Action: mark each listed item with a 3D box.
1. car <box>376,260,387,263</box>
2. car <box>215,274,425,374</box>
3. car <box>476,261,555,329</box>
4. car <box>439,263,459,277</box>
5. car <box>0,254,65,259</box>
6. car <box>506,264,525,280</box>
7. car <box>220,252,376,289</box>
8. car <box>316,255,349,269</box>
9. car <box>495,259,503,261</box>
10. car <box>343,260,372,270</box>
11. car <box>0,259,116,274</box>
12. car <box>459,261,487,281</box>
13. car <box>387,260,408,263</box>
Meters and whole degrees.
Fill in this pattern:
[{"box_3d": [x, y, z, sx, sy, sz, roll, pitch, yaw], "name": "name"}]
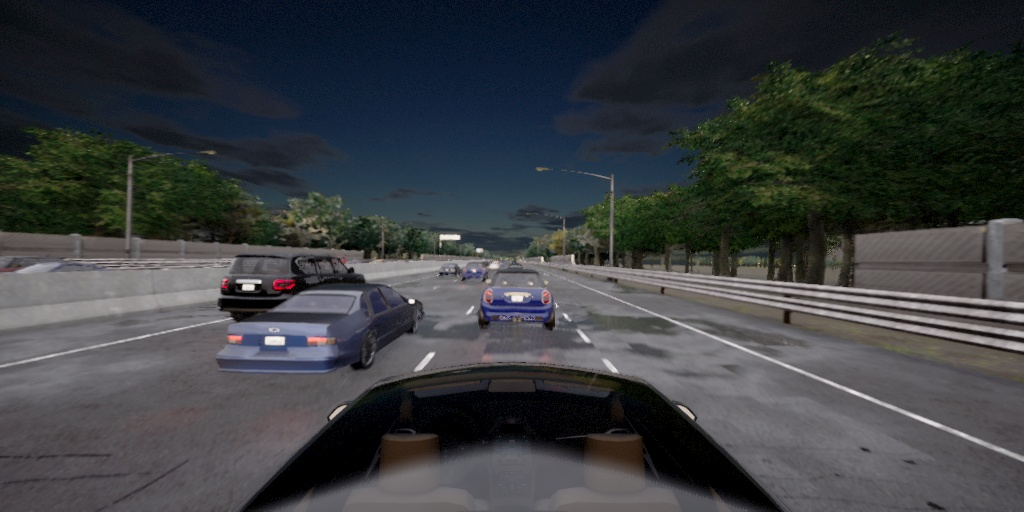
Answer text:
[{"box_3d": [-20.562, 1.337, 55.307, 1.882, 1.535, 5.008, 1, -1, 1], "name": "car"}, {"box_3d": [-3.378, 1.283, 7.649, 2.033, 1.411, 5.357, 1, 0, 1], "name": "car"}, {"box_3d": [0.162, 1.188, 11.811, 2.097, 1.767, 4.553, 1, 0, 1], "name": "car"}, {"box_3d": [-6.628, 1.505, 39.126, 2.033, 1.411, 5.357, 1, -1, 0], "name": "car"}, {"box_3d": [-24.346, 0.777, 17.374, 2.097, 1.767, 4.553, 1, 0, 1], "name": "car"}, {"box_3d": [0.354, 1.569, 36.497, 1.837, 1.490, 4.892, 1, -1, 0], "name": "car"}, {"box_3d": [-6.831, 0.929, 12.001, 2.150, 2.045, 5.566, 1, 0, 1], "name": "car"}, {"box_3d": [-27.542, 0.950, 55.290, 2.150, 2.045, 5.566, 1, -1, 1], "name": "car"}, {"box_3d": [-2.997, 1.774, 61.172, 1.812, 1.442, 4.674, 1, -1, 0], "name": "car"}, {"box_3d": [-24.039, 1.350, 56.004, 2.033, 1.411, 5.357, 1, -1, 1], "name": "car"}, {"box_3d": [-20.865, 1.008, 16.380, 1.812, 1.442, 4.674, 1, -1, 1], "name": "car"}, {"box_3d": [-3.171, 1.308, 32.243, 2.097, 1.767, 4.553, 1, -1, 0], "name": "car"}, {"box_3d": [-17.068, 1.401, 55.294, 1.882, 1.535, 5.008, 1, -1, 1], "name": "car"}]
